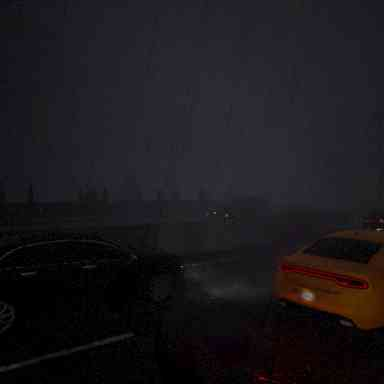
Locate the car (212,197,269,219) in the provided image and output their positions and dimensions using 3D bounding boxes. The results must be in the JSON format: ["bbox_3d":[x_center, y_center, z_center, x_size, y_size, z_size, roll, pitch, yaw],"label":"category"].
[{"bbox_3d":[4.424,1.418,26.941,2.150,2.045,5.566,0,0,42],"label":"car"}]

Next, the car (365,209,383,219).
[{"bbox_3d":[10.998,1.683,18.408,1.837,1.490,4.892,0,-1,43],"label":"car"}]

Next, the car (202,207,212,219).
[{"bbox_3d":[2.929,1.717,30.595,1.837,1.490,4.892,0,0,41],"label":"car"}]

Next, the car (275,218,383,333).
[{"bbox_3d":[3.819,1.543,6.944,5.008,1.535,1.882,0,0,-39],"label":"car"}]

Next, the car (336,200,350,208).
[{"bbox_3d":[27.774,2.093,61.325,2.033,1.411,5.357,0,0,17],"label":"car"}]

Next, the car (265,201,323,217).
[{"bbox_3d":[8.013,1.701,25.798,2.128,1.511,4.902,0,0,41],"label":"car"}]

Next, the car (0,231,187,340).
[{"bbox_3d":[-2.356,1.534,6.546,4.892,1.490,1.837,0,0,-36],"label":"car"}]

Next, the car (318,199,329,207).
[{"bbox_3d":[24.411,2.081,62.335,2.033,1.411,5.357,0,0,17],"label":"car"}]

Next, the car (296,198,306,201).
[{"bbox_3d":[21.802,1.899,66.103,2.097,1.767,4.553,0,0,16],"label":"car"}]
